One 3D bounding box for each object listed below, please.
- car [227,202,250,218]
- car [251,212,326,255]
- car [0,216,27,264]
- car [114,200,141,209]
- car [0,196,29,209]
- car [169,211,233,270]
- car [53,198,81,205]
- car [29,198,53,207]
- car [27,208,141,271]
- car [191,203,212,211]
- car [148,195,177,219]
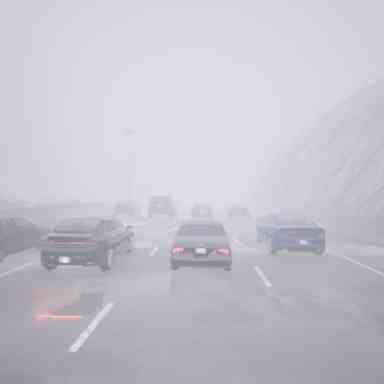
[{"bbox_3d":[4.430,1.704,31.995,1.812,1.442,4.674,1,0,2],"label":"car"},{"bbox_3d":[3.906,1.578,13.882,1.882,1.535,5.008,1,0,2],"label":"car"},{"bbox_3d":[-6.682,1.516,11.417,2.033,1.411,5.357,1,0,2],"label":"car"},{"bbox_3d":[-6.081,1.559,31.573,1.837,1.490,4.892,1,0,2],"label":"car"},{"bbox_3d":[-23.398,1.504,44.182,1.895,1.301,4.718,1,0,2],"label":"car"},{"bbox_3d":[0.315,1.596,11.205,2.033,1.411,5.357,1,0,2],"label":"car"},{"bbox_3d":[-16.383,1.512,44.611,1.812,1.442,4.674,1,0,2],"label":"car"},{"bbox_3d":[-19.859,1.513,45.346,1.994,1.385,4.181,1,0,2],"label":"car"},{"bbox_3d":[-3.197,1.512,11.015,1.837,1.490,4.892,1,0,2],"label":"car"},{"bbox_3d":[0.921,1.700,31.601,1.994,1.385,4.181,1,0,2],"label":"car"},{"bbox_3d":[-2.616,1.310,30.230,2.150,2.045,5.566,1,0,2],"label":"car"}]
